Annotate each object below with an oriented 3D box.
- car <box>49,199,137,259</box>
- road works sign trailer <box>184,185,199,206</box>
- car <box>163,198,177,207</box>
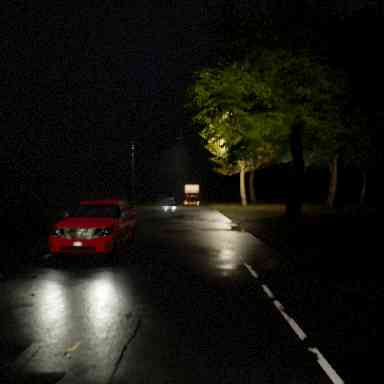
[{"bbox_3d":[-3.600,1.302,13.252,2.150,2.045,5.566,0,0,0],"label":"car"},{"bbox_3d":[-0.001,0.559,55.828,2.380,3.560,2.880,0,1,0],"label":"road works sign trailer"},{"bbox_3d":[-3.568,1.667,54.936,1.994,1.385,4.181,0,1,0],"label":"car"}]
